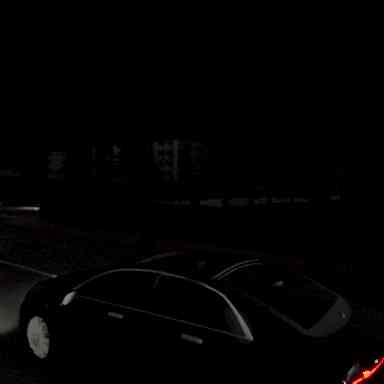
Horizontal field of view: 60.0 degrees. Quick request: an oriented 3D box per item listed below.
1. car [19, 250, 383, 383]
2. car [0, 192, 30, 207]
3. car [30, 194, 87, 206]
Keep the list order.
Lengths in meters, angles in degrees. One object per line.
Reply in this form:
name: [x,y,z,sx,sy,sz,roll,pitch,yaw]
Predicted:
car: [-0.262,1.508,4.173,4.892,1.490,1.837,1,0,36]
car: [-18.879,0.766,35.099,2.128,1.511,4.902,2,1,38]
car: [-13.945,0.906,35.758,2.033,1.411,5.357,2,1,38]
